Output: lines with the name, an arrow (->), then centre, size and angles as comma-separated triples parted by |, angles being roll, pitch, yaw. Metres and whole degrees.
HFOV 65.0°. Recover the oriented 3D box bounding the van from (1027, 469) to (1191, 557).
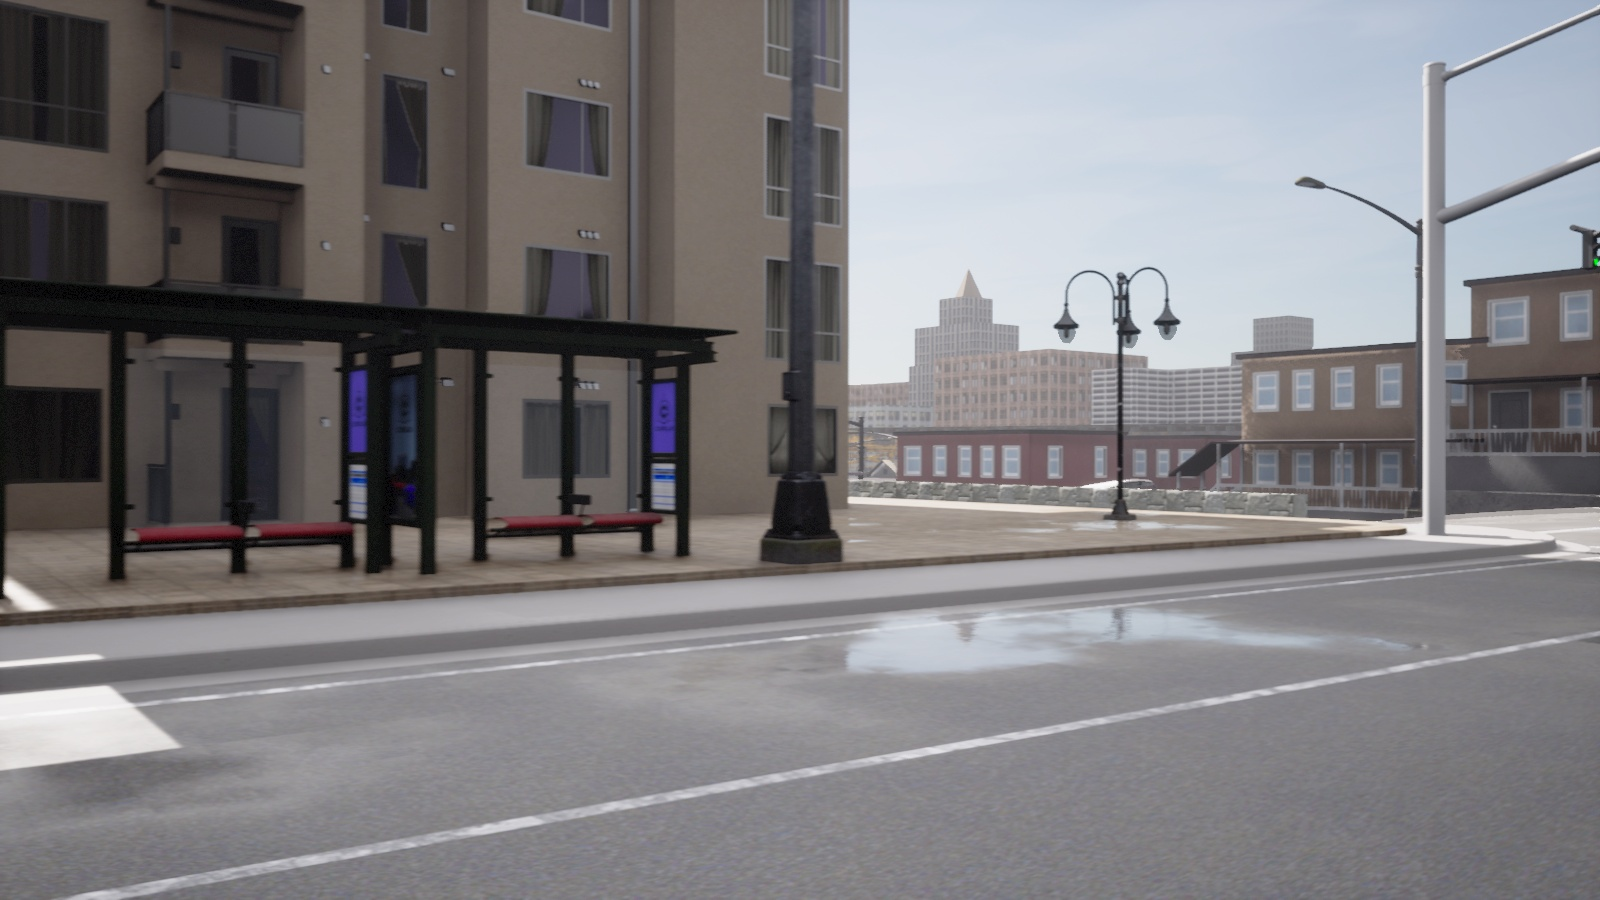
van -> 9.543, 2.014, 39.178 | 2.069, 2.038, 4.480 | 0, -11, -36
